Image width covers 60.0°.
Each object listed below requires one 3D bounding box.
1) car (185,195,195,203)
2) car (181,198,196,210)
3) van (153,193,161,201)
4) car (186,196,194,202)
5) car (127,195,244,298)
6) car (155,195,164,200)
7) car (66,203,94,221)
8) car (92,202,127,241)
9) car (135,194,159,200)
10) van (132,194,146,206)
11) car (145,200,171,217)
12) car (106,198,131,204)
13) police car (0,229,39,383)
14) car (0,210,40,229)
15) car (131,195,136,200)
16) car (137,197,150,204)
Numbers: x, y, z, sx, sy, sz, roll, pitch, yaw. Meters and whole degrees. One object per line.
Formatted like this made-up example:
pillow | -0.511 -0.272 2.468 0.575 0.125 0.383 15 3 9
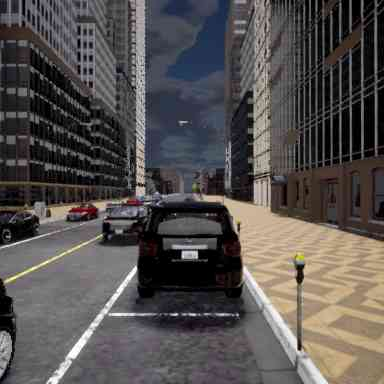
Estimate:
car | -0.451 1.403 67.015 1.967 1.590 4.097 0 0 0
car | -0.452 1.548 44.248 1.947 1.339 4.313 0 0 0
van | -8.831 1.286 84.106 1.690 1.788 3.998 0 0 0
car | -0.452 1.533 78.399 1.802 1.307 4.206 0 0 0
car | -0.039 1.227 8.679 2.150 2.045 5.566 0 0 0
car | -8.832 1.504 89.799 1.947 1.339 4.313 0 0 0
car | -8.832 1.575 27.183 1.802 1.307 4.206 0 0 0
car | -3.123 1.490 16.777 2.128 1.511 4.902 0 0 1
car | -6.169 1.473 46.816 2.128 1.511 4.902 0 0 1
van | -8.832 1.315 55.646 1.690 1.788 3.998 0 0 0
car | -3.126 1.555 31.714 1.994 1.385 4.181 0 0 1
car | -8.833 1.537 38.569 2.008 1.369 4.403 0 0 0
police car | -3.146 1.425 2.334 1.930 1.638 5.238 0 0 0
car | -8.833 1.563 15.800 1.947 1.339 4.313 0 0 0
car | -8.833 1.523 49.953 1.887 1.381 4.507 0 0 0
car | -8.832 1.550 61.338 1.802 1.307 4.206 0 0 0
